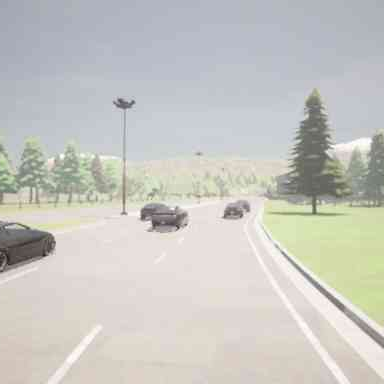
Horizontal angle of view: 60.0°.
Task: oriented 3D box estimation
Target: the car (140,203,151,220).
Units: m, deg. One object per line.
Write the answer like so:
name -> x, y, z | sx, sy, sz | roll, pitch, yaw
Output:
car -> -3.349, 1.795, 31.326 | 1.837, 1.490, 4.892 | 0, -1, 12

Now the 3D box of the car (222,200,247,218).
car -> 4.318, 1.842, 33.737 | 1.812, 1.442, 4.674 | 0, -1, 12

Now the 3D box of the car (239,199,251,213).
car -> 6.745, 1.770, 44.647 | 2.097, 1.767, 4.553 | 0, -1, 13

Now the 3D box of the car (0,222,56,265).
car -> -6.251, 1.664, 10.923 | 1.994, 1.385, 4.181 | 0, -1, 5

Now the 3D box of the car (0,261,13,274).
car -> -3.297, 1.561, 1.430 | 2.033, 1.411, 5.357 | 0, 0, 1

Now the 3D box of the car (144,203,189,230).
car -> -1.413, 1.703, 22.747 | 2.128, 1.511, 4.902 | 0, -1, 8
